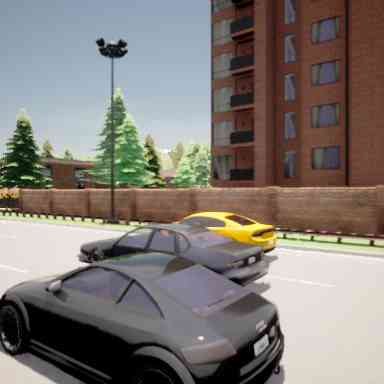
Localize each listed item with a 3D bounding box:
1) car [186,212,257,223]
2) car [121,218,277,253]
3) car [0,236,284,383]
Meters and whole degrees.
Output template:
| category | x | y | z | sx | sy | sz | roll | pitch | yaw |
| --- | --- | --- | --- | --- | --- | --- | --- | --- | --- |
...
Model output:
| category | x | y | z | sx | sy | sz | roll | pitch | yaw |
| --- | --- | --- | --- | --- | --- | --- | --- | --- | --- |
| car | 0.553 | 1.480 | 12.197 | 5.008 | 1.535 | 1.882 | 0 | 0 | 36 |
| car | -0.722 | 1.549 | 8.808 | 5.357 | 1.411 | 2.033 | 0 | 0 | 35 |
| car | -0.907 | 1.565 | 4.640 | 4.181 | 1.385 | 1.994 | 0 | 0 | 36 |
